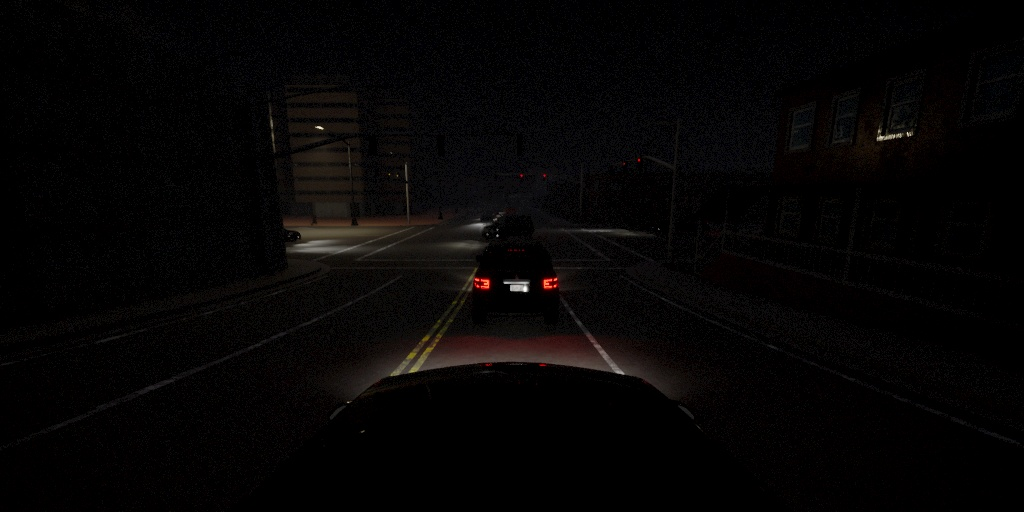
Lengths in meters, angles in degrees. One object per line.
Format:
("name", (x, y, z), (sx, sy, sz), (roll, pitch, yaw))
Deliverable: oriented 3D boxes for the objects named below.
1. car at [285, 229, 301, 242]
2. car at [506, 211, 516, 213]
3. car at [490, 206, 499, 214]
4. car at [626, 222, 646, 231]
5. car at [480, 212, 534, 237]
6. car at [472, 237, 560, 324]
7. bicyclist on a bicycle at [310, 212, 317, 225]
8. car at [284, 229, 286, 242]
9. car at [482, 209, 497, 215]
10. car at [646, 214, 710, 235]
("car", (-20.103, -1.803, 29.610), (4.892, 1.490, 1.837), (0, 10, 0))
("car", (-0.441, -5.119, 49.678), (1.895, 1.301, 4.718), (0, 10, 2))
("car", (-3.718, -7.443, 62.849), (1.812, 1.442, 4.674), (0, 10, 0))
("car", (15.326, -3.491, 40.173), (4.718, 1.301, 1.895), (0, 10, 0))
("car", (-0.302, -2.535, 32.262), (2.150, 2.045, 5.566), (6, 12, 40))
("car", (0.064, 0.603, 10.723), (2.150, 2.045, 5.566), (0, 4, -1))
("bicyclist on a bicycle", (-25.373, -4.780, 45.836), (0.582, 1.620, 1.656), (0, 10, 0))
("car", (-19.910, -1.229, 26.166), (4.902, 1.511, 2.128), (0, 10, 0))
("car", (-3.722, -5.875, 54.102), (1.895, 1.301, 4.718), (0, 10, 0))
("car", (17.186, -3.275, 36.647), (5.566, 2.045, 2.150), (0, 10, 0))
